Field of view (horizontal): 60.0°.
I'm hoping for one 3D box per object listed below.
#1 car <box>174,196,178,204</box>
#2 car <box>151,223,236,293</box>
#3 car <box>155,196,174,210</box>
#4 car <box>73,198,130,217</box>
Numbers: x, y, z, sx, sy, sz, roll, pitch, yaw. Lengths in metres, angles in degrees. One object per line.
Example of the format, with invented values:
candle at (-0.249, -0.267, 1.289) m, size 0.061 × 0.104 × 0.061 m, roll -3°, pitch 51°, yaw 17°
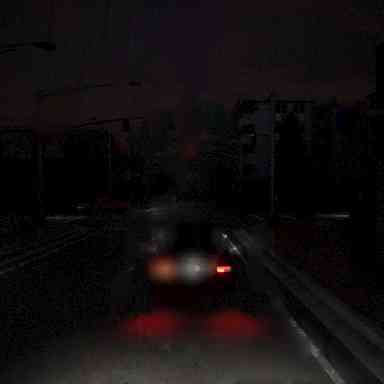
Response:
car at (-3.695, 1.525, 64.475) m, size 1.812 × 1.442 × 4.674 m, roll 0°, pitch 0°, yaw 0°
car at (0.036, 1.547, 8.960) m, size 2.033 × 1.411 × 5.357 m, roll 0°, pitch 0°, yaw 0°
car at (-3.713, 1.526, 43.283) m, size 1.812 × 1.442 × 4.674 m, roll 0°, pitch 0°, yaw 0°
car at (-7.918, 1.314, 29.456) m, size 5.008 × 1.535 × 1.882 m, roll 1°, pitch 1°, yaw -38°
